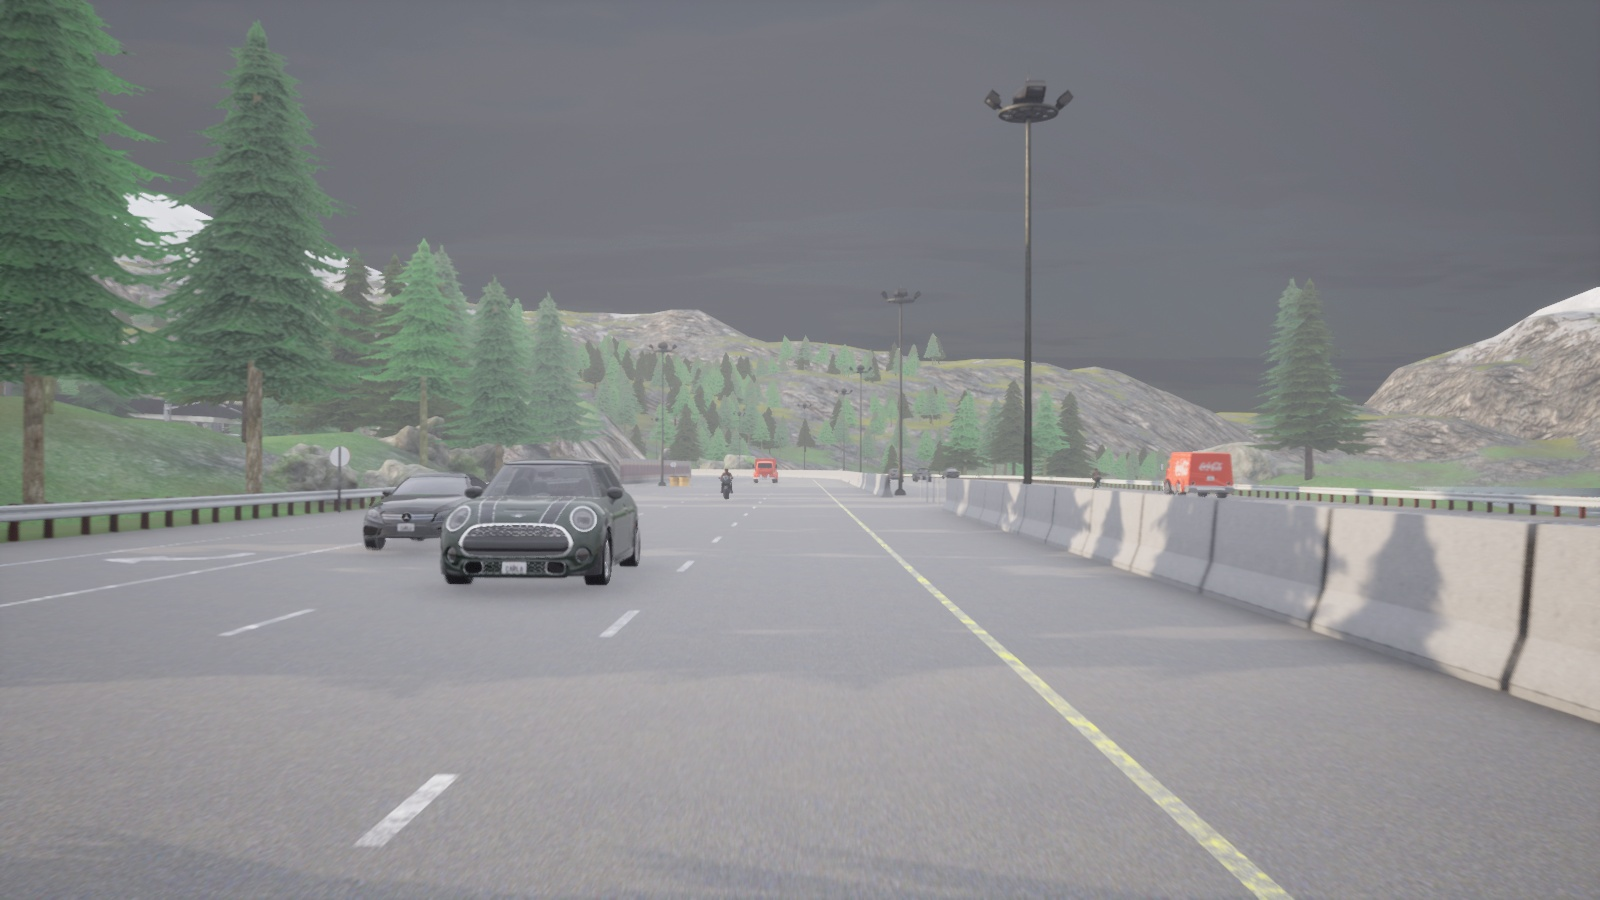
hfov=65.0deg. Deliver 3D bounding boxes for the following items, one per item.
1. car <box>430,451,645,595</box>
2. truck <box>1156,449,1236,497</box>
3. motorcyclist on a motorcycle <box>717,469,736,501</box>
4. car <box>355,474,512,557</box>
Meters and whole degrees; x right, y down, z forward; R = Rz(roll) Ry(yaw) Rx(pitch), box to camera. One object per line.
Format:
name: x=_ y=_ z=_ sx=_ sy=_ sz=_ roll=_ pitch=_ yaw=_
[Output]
car: x=-3.537 y=0.937 z=17.848 sx=2.097 sy=1.767 sz=4.553 roll=0 pitch=-1 yaw=0
truck: x=20.979 y=1.194 z=66.827 sx=2.627 sy=2.467 sz=5.204 roll=0 pitch=0 yaw=0
motorcyclist on a motorcycle: x=-3.521 y=1.670 z=60.646 sx=0.797 sy=1.523 sz=2.044 roll=0 pitch=-1 yaw=0
car: x=-7.068 y=1.216 z=24.718 sx=1.812 sy=1.442 sz=4.674 roll=0 pitch=-1 yaw=-1
